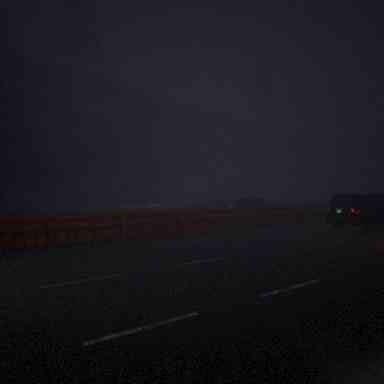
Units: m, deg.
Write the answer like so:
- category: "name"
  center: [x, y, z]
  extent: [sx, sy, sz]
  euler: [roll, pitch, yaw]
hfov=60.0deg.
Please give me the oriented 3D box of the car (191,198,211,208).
- category: "car"
  center: [2.436, 1.416, 30.718]
  extent: [4.181, 1.385, 1.994]
  euler: [0, 0, -31]

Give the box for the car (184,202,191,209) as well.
- category: "car"
  center: [2.071, 1.315, 34.576]
  extent: [5.008, 1.535, 1.882]
  euler: [0, 0, -30]

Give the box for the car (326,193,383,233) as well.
- category: "car"
  center: [9.981, 1.079, 18.749]
  extent: [5.566, 2.045, 2.150]
  euler: [-1, 0, -31]

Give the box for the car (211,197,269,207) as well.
- category: "car"
  center: [4.275, 1.205, 27.754]
  extent: [4.553, 1.767, 2.097]
  euler: [0, 0, -30]

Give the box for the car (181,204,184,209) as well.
- category: "car"
  center: [1.473, 1.372, 38.310]
  extent: [5.357, 1.411, 2.033]
  euler: [0, 0, -30]
